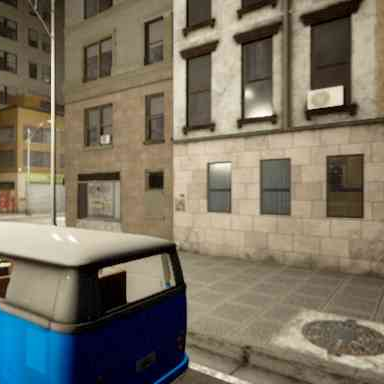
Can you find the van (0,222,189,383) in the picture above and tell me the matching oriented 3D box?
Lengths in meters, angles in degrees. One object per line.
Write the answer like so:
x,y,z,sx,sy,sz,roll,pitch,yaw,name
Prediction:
-1.952,1.339,4.141,3.998,1.788,1.690,0,0,34,van
